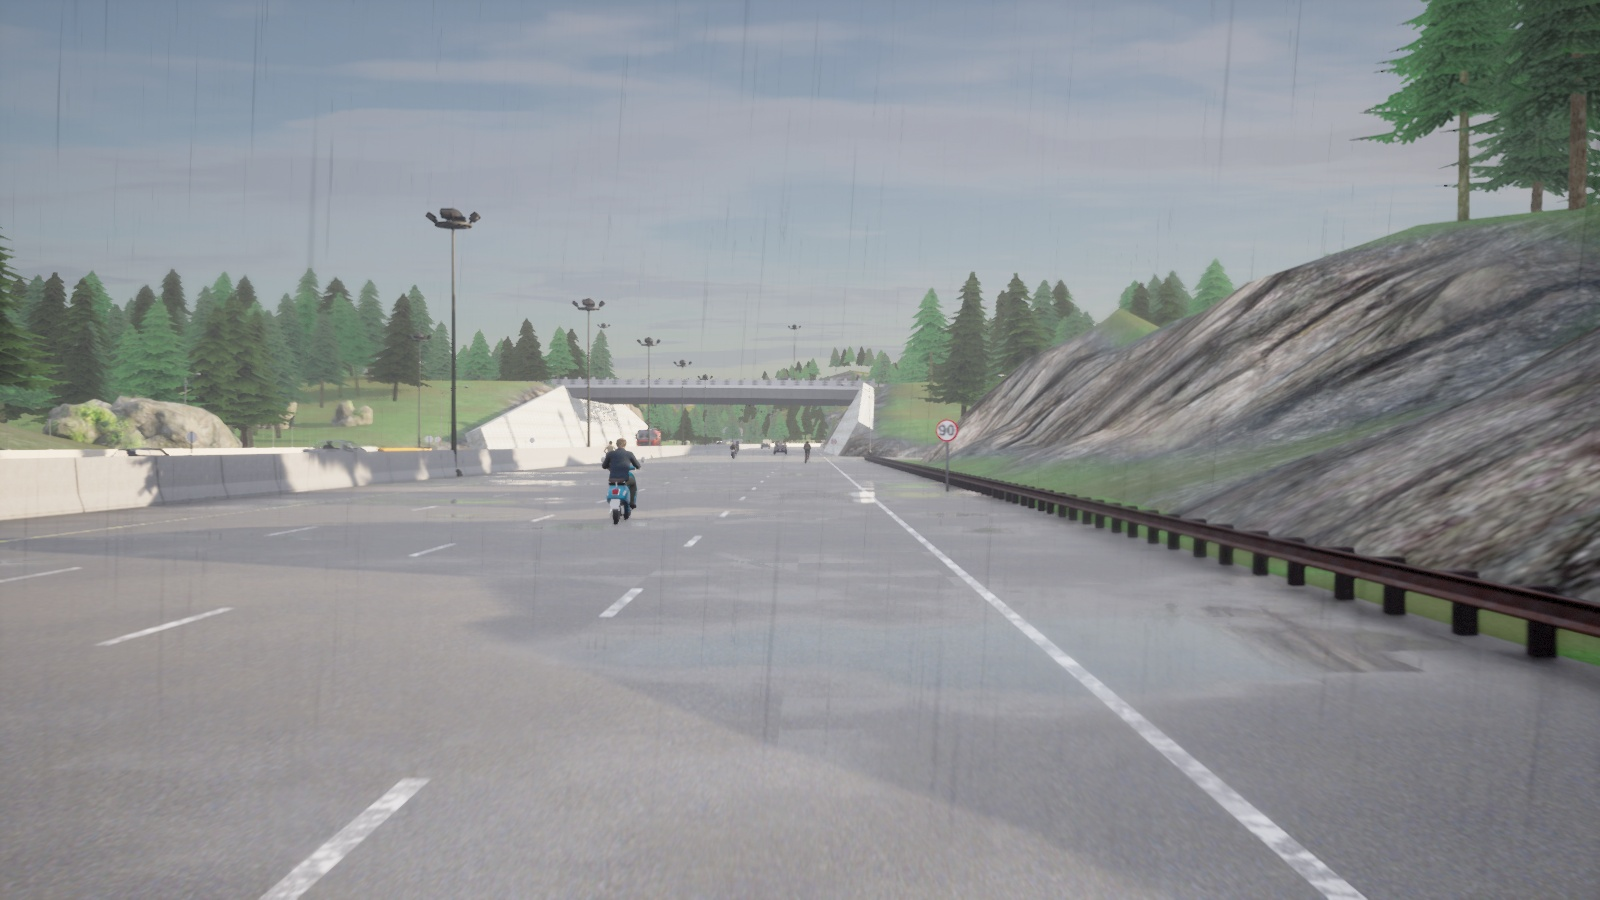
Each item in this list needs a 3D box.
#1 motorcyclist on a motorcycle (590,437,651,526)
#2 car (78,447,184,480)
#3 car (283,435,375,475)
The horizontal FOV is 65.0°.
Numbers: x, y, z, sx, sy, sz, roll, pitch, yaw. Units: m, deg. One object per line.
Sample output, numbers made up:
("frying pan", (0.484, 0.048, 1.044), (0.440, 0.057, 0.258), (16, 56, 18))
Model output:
("motorcyclist on a motorcycle", (-3.351, 0.564, 23.587), (0.866, 1.590, 1.817), (0, 0, 0))
("car", (-27.689, 0.531, 52.155), (1.895, 1.301, 4.718), (0, 0, 0))
("car", (-20.670, 0.197, 55.320), (2.152, 1.651, 5.027), (0, 0, 0))
